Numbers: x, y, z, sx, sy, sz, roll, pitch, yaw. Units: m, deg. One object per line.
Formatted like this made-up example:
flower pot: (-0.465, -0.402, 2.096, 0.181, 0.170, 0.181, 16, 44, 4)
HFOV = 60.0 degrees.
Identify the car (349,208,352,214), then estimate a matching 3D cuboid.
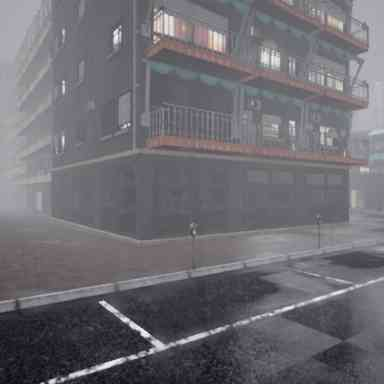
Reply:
car: (14.882, 1.798, 35.879, 1.994, 1.385, 4.181, 0, -1, -35)
